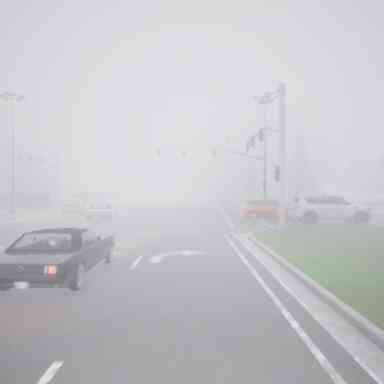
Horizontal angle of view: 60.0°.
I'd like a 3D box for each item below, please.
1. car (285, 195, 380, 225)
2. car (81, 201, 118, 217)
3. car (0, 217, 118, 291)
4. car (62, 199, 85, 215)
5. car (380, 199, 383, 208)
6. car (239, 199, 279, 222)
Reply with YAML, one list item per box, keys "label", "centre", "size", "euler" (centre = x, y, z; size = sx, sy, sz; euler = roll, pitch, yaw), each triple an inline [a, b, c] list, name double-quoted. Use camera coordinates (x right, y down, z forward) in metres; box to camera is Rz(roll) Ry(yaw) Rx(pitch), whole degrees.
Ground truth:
- label: "car"
  centre: [9.625, 1.202, 23.322]
  size: [5.566, 2.045, 2.150]
  euler: [0, 0, 4]
- label: "car"
  centre: [-7.300, 1.584, 27.331]
  size: [1.895, 1.301, 4.718]
  euler: [0, 0, -3]
- label: "car"
  centre: [-3.426, 1.596, 8.924]
  size: [1.895, 1.301, 4.718]
  euler: [0, 0, 0]
- label: "car"
  centre: [-11.492, 1.458, 33.379]
  size: [1.882, 1.535, 5.008]
  euler: [0, 0, -4]
- label: "car"
  centre: [25.291, 1.561, 45.231]
  size: [4.718, 1.301, 1.895]
  euler: [0, 0, -1]
- label: "car"
  centre: [6.102, 1.332, 26.169]
  size: [4.553, 1.767, 2.097]
  euler: [0, 0, -8]
